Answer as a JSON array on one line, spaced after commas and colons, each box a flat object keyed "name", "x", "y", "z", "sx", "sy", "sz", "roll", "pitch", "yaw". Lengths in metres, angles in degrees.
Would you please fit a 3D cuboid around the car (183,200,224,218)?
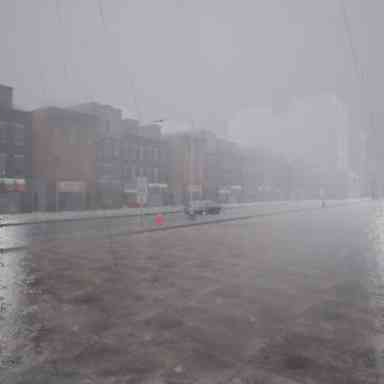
[{"name": "car", "x": 1.190, "y": 1.486, "z": 30.551, "sx": 2.128, "sy": 1.511, "sz": 4.902, "roll": 1, "pitch": 0, "yaw": 36}]
